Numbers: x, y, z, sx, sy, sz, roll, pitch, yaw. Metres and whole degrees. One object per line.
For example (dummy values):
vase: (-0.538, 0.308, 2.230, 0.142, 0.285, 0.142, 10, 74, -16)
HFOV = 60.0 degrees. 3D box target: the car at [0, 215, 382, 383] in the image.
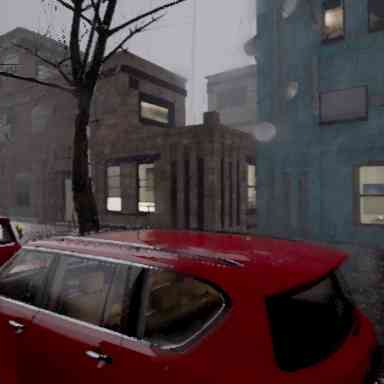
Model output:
car: (-0.813, 1.306, 3.472, 5.009, 1.841, 2.192, 0, -1, 36)
